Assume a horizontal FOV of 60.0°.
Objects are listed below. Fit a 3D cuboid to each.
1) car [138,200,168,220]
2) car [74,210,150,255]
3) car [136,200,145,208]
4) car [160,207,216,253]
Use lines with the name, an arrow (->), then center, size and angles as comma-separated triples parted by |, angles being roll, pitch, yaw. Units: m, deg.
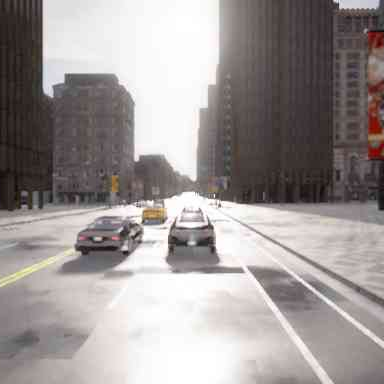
car -> -3.234, 1.797, 29.475 | 1.882, 1.535, 5.008 | 0, 0, 0
car -> -3.244, 1.688, 13.985 | 2.033, 1.411, 5.357 | 0, -1, 0
car -> -9.738, 2.315, 65.359 | 1.812, 1.442, 4.674 | 0, -1, 0
car -> 0.010, 1.637, 14.299 | 2.128, 1.511, 4.902 | 0, -1, 0
